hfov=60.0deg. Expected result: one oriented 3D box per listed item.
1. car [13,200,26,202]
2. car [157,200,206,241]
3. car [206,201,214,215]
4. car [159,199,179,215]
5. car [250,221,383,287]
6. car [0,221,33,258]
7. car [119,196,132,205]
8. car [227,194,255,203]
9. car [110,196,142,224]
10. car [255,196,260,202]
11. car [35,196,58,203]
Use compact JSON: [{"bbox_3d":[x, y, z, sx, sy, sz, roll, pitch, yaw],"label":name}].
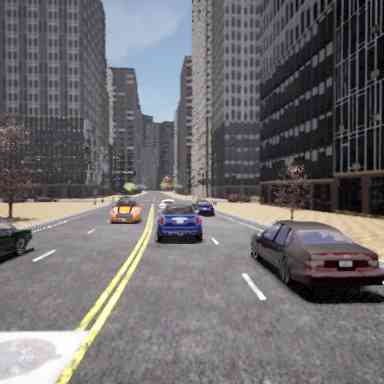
[{"bbox_3d":[-34.511,1.459,65.368,4.206,1.307,1.802,0,0,-5],"label":"car"},{"bbox_3d":[-0.698,1.347,16.992,2.097,1.767,4.553,0,0,-4],"label":"car"},{"bbox_3d":[0.983,1.541,33.030,1.994,1.385,4.181,0,0,-6],"label":"car"},{"bbox_3d":[-2.468,1.513,34.715,1.812,1.442,4.674,0,0,-6],"label":"car"},{"bbox_3d":[3.075,1.536,9.405,2.033,1.411,5.357,0,0,-3],"label":"car"},{"bbox_3d":[-6.911,1.614,10.482,1.895,1.301,4.718,0,0,-3],"label":"car"},{"bbox_3d":[-11.805,1.515,59.318,1.837,1.490,4.892,0,0,-6],"label":"car"},{"bbox_3d":[9.905,1.434,69.582,5.009,1.841,2.192,0,0,-5],"label":"car"},{"bbox_3d":[-4.890,1.356,25.126,2.097,1.767,4.553,0,0,-6],"label":"car"},{"bbox_3d":[14.575,1.535,78.432,4.829,1.417,1.752,0,0,-5],"label":"car"},{"bbox_3d":[-28.847,1.475,65.856,4.313,1.339,1.947,0,0,-5],"label":"car"}]
